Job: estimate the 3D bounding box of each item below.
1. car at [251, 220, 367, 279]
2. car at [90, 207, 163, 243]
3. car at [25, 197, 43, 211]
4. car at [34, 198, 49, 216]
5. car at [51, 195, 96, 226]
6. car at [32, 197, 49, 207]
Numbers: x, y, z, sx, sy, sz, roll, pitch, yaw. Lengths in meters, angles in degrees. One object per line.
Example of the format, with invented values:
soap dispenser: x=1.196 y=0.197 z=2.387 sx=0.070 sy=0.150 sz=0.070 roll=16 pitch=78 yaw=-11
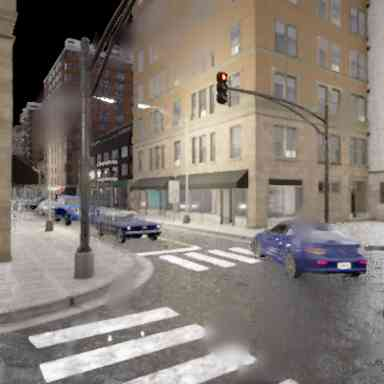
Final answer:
car: x=3.330 y=1.583 z=10.172 sx=1.812 sy=1.442 sz=4.674 roll=1 pitch=0 yaw=-7
car: x=-3.290 y=1.650 z=16.556 sx=1.895 sy=1.301 sz=4.718 roll=0 pitch=0 yaw=-33
car: x=-19.687 y=1.690 z=41.702 sx=1.895 sy=1.301 sz=4.718 roll=0 pitch=0 yaw=-32
car: x=-14.205 y=1.601 z=33.256 sx=1.812 sy=1.442 sz=4.674 roll=0 pitch=0 yaw=-33
car: x=-8.675 y=1.283 z=24.787 sx=2.150 sy=2.045 sz=5.566 roll=0 pitch=0 yaw=-33
car: x=-25.456 y=1.629 z=55.818 sx=1.837 sy=1.490 sz=4.892 roll=0 pitch=0 yaw=-33
